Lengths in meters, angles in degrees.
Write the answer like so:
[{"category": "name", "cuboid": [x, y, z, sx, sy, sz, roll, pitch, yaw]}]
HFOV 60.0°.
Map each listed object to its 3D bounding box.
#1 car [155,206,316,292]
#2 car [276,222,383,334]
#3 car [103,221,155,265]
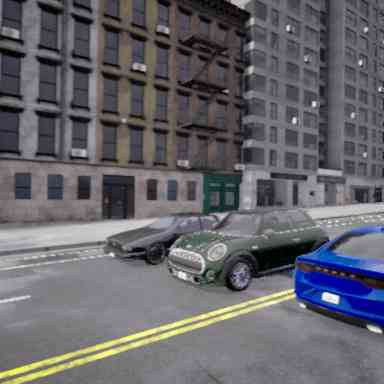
[{"category": "car", "cuboid": [1.599, 1.255, 8.820, 4.553, 1.767, 2.097, -1, 1, -36]}, {"category": "car", "cuboid": [4.053, 1.372, 6.335, 5.008, 1.535, 1.882, -1, 1, -36]}, {"category": "car", "cuboid": [-0.228, 1.450, 11.510, 5.357, 1.411, 2.033, -1, 1, -36]}]
